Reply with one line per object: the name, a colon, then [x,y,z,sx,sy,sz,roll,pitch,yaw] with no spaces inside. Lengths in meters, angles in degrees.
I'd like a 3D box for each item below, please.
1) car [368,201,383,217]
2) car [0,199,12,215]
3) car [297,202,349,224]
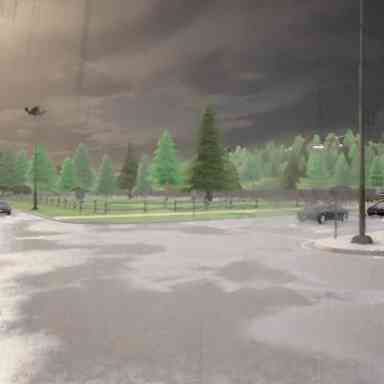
car: [18.511,1.533,31.286,5.008,1.535,1.882,0,0,-35]
car: [-19.100,1.511,32.811,1.837,1.490,4.892,0,0,-36]
car: [10.008,1.543,25.247,4.892,1.490,1.837,0,0,-35]
